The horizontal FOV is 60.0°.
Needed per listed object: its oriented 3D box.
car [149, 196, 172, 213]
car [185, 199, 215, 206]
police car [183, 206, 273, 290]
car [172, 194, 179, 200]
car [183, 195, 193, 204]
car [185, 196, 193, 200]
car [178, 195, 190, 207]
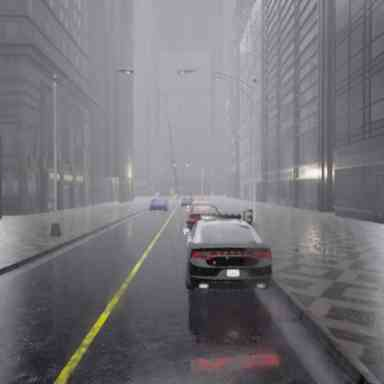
[{"bbox_3d":[-3.539,1.363,36.243,1.882,1.535,5.008,0,0,-1],"label":"car"},{"bbox_3d":[0.667,1.418,19.077,1.882,1.535,5.008,0,0,-1],"label":"car"},{"bbox_3d":[0.787,1.396,9.187,1.930,1.638,5.238,0,0,-1],"label":"police car"},{"bbox_3d":[-3.942,1.140,77.419,2.128,1.511,4.902,0,0,-1],"label":"car"},{"bbox_3d":[-0.733,1.339,60.289,1.812,1.442,4.674,0,0,-1],"label":"car"},{"bbox_3d":[0.591,1.376,25.266,1.801,1.575,5.366,0,0,-1],"label":"car"},{"bbox_3d":[-0.557,1.455,46.676,1.895,1.301,4.718,0,0,0],"label":"car"}]
